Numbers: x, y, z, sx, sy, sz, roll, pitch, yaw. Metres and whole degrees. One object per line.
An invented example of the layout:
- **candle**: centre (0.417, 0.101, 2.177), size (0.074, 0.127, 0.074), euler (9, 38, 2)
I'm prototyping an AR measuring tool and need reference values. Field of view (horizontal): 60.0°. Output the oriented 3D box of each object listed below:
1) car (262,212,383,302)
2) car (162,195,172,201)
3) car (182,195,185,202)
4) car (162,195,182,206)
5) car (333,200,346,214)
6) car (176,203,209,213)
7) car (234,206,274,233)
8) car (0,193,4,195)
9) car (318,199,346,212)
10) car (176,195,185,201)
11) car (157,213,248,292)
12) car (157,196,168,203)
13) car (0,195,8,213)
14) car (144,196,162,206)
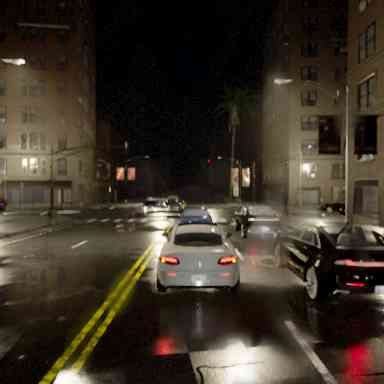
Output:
- **car**: centre (3.373, 1.483, 8.225), size (2.128, 1.511, 4.902), euler (0, 0, 1)
- **car**: centre (-6.051, 1.404, 82.484), size (2.033, 1.411, 5.357), euler (0, 0, 0)
- **car**: centre (-2.872, 1.472, 69.376), size (2.033, 1.411, 5.357), euler (0, 0, 0)
- **car**: centre (-3.053, 1.300, 52.420), size (2.097, 1.767, 4.553), euler (0, 0, 0)
- **car**: centre (16.387, 1.734, 31.940), size (4.313, 1.339, 1.947), euler (0, 0, 1)
- **car**: centre (0.198, 1.528, 18.217), size (2.033, 1.411, 5.357), euler (0, 0, 0)
- **car**: centre (3.345, 1.473, 17.533), size (2.128, 1.511, 4.902), euler (0, 0, 0)
- **car**: centre (-23.683, 1.053, 37.655), size (5.009, 1.841, 2.192), euler (0, 0, -8)
- **car**: centre (16.938, 1.559, 37.885), size (5.008, 1.535, 1.882), euler (0, 1, 1)
- **car**: centre (-2.794, 1.365, 83.487), size (2.033, 1.411, 5.357), euler (0, 0, 0)
- **car**: centre (0.147, 1.516, 8.762), size (1.812, 1.442, 4.674), euler (0, 0, 0)
- **car**: centre (-6.125, 1.527, 68.954), size (1.895, 1.301, 4.718), euler (0, 0, 0)
- **car**: centre (-20.753, 1.318, 32.246), size (5.008, 1.535, 1.882), euler (1, 1, -8)
- **car**: centre (-6.307, 1.549, 51.957), size (1.895, 1.301, 4.718), euler (0, 0, 0)
